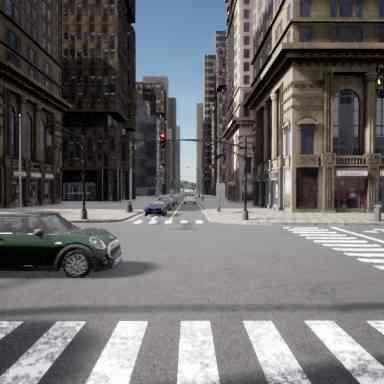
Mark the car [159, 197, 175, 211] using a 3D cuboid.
[{"bbox_3d":[-3.455,1.495,40.877,1.837,1.490,4.892,0,0,-1],"label":"car"}]

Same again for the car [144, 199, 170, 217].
[{"bbox_3d":[-3.375,1.593,31.547,1.895,1.301,4.718,0,0,-1],"label":"car"}]

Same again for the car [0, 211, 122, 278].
[{"bbox_3d":[-4.385,1.346,9.571,4.553,1.767,2.097,0,0,0],"label":"car"}]

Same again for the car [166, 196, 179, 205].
[{"bbox_3d":[-3.562,1.534,60.884,2.033,1.411,5.357,0,0,0],"label":"car"}]

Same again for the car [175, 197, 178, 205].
[{"bbox_3d":[-3.518,1.514,50.207,1.812,1.442,4.674,0,0,-1],"label":"car"}]

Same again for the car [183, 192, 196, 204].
[{"bbox_3d":[-0.421,1.208,62.379,2.150,2.045,5.566,0,0,0],"label":"car"}]
